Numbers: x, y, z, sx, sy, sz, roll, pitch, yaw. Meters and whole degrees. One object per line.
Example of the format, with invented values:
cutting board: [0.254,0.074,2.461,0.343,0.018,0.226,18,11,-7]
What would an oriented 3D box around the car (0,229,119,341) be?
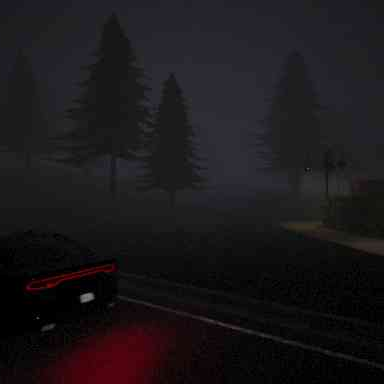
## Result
car: [-3.630,1.477,6.580,5.008,1.535,1.882,0,0,36]
